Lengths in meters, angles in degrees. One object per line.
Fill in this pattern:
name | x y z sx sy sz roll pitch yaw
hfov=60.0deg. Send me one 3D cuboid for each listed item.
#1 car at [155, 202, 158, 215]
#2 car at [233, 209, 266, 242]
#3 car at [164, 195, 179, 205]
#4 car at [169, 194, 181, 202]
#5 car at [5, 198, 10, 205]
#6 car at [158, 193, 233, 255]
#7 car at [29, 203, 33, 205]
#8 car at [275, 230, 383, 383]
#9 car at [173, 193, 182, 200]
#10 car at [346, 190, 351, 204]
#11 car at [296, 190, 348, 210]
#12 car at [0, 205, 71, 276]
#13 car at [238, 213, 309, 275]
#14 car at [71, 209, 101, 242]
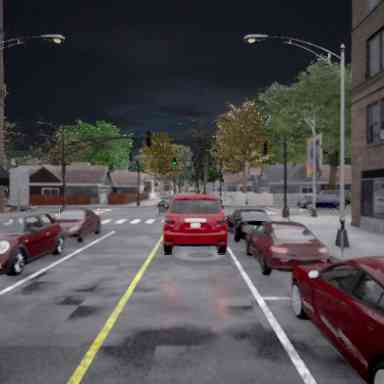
car | -1.760 1.268 28.446 1.837 1.490 4.892 1 0 -21
car | 2.640 1.436 15.359 1.947 1.339 4.313 0 0 0
car | -3.043 1.143 50.700 2.033 1.411 5.357 0 0 0
car | -3.029 1.088 60.588 1.994 1.385 4.181 0 0 0
car | -17.124 1.422 28.401 4.181 1.385 1.994 0 0 0
car | 0.110 1.110 12.981 2.150 2.045 5.566 0 0 0
car | -17.512 1.337 31.651 4.892 1.490 1.837 0 0 0
car | 2.638 1.507 4.323 1.887 1.381 4.507 0 0 0
car | -3.053 0.975 70.838 1.812 1.442 4.674 0 0 0
car | 15.438 0.798 38.349 5.566 2.045 2.150 0 0 -2
car | 13.388 0.969 35.069 4.553 1.767 2.097 0 0 0
car | -5.386 1.356 9.840 1.967 1.590 4.097 0 0 0
car | 2.639 1.498 9.841 1.802 1.307 4.206 0 0 0
car | -5.385 1.452 15.360 1.802 1.307 4.206 0 0 0
